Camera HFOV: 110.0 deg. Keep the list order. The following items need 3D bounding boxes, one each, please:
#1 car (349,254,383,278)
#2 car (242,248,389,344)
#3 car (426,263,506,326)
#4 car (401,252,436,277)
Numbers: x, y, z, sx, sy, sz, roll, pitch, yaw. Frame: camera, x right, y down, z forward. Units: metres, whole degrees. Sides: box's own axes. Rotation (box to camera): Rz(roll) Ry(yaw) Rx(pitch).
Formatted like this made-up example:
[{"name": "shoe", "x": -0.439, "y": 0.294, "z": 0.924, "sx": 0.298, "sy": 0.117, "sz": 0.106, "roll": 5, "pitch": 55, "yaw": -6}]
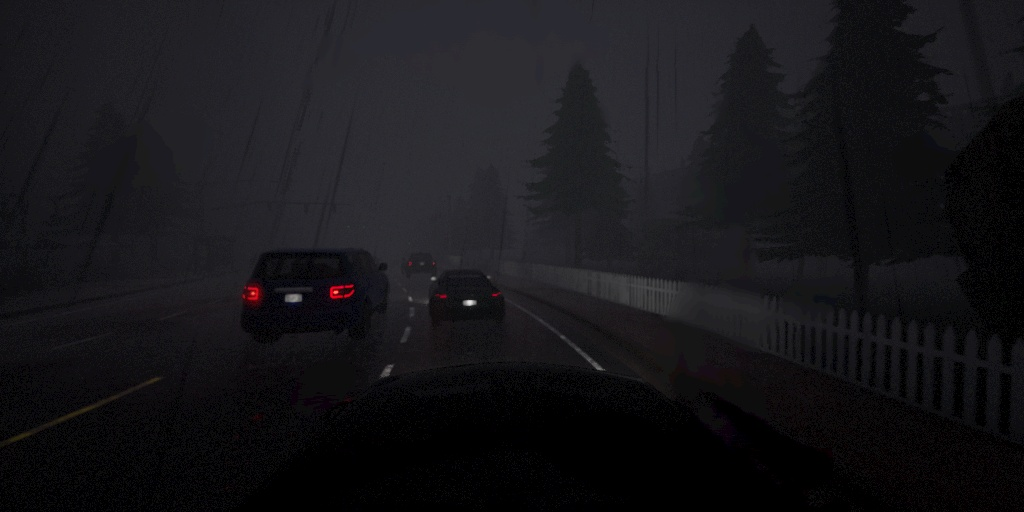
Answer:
[{"name": "car", "x": -10.813, "y": 0.646, "z": 26.669, "sx": 2.128, "sy": 1.511, "sz": 4.902, "roll": -1, "pitch": 2, "yaw": -22}, {"name": "car", "x": -4.606, "y": 0.798, "z": 9.297, "sx": 2.150, "sy": 2.045, "sz": 5.566, "roll": 0, "pitch": 2, "yaw": -12}, {"name": "car", "x": -1.487, "y": 1.083, "z": 10.855, "sx": 1.994, "sy": 1.385, "sz": 4.181, "roll": -1, "pitch": 1, "yaw": -13}, {"name": "car", "x": -6.802, "y": 0.502, "z": 26.029, "sx": 2.097, "sy": 1.767, "sz": 4.553, "roll": -1, "pitch": 2, "yaw": -21}]
